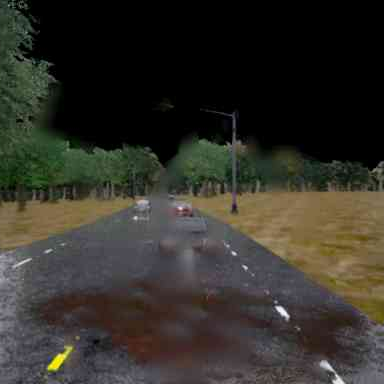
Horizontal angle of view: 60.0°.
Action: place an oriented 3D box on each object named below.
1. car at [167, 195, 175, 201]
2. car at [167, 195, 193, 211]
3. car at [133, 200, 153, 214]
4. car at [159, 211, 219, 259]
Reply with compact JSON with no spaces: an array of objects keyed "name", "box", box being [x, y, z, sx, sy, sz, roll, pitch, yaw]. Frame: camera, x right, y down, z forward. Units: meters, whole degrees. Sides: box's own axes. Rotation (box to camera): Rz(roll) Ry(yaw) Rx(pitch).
[{"name":"car","box":[-5.530,1.497,88.129,1.882,1.535,5.008,0,0,-6]},{"name":"car","box":[-1.083,1.387,29.147,2.097,1.767,4.553,0,0,-4]},{"name":"car","box":[-5.405,1.585,36.784,1.812,1.442,4.674,0,0,-5]},{"name":"car","box":[-0.162,1.607,12.530,1.895,1.301,4.718,0,0,-2]}]
